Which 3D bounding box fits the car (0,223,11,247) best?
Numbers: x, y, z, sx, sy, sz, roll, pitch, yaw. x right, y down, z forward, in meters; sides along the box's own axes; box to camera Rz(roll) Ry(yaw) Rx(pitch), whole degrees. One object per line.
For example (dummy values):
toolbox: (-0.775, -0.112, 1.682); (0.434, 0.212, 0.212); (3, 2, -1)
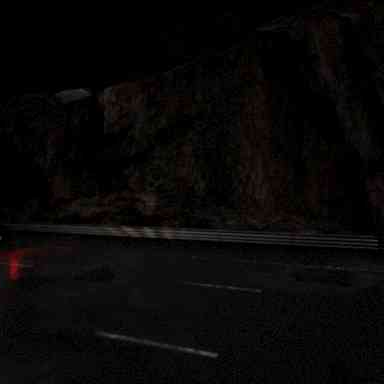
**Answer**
car: (-10.148, 1.733, 14.685); (4.674, 1.442, 1.812); (0, -1, 22)
